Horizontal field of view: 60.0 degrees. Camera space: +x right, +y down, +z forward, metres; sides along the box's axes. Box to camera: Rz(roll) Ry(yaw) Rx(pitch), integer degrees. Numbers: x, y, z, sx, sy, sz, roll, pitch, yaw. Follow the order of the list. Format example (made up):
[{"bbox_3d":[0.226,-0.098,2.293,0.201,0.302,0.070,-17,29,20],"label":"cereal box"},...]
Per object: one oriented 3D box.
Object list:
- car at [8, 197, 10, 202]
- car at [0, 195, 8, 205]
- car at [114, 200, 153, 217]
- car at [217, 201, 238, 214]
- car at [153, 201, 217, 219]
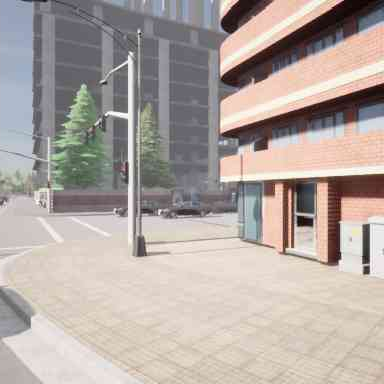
[{"bbox_3d":[-42.393,1.500,74.969,1.837,1.490,4.892,0,0,-27],"label":"car"},{"bbox_3d":[-32.791,1.600,56.306,1.895,1.301,4.718,0,0,-27],"label":"car"},{"bbox_3d":[-4.933,1.547,31.598,4.902,1.511,2.128,0,0,-27],"label":"car"},{"bbox_3d":[3.212,1.619,35.669,4.181,1.385,1.994,0,0,-27],"label":"car"},{"bbox_3d":[-0.631,1.547,29.835,4.902,1.511,2.128,0,0,-27],"label":"car"}]
